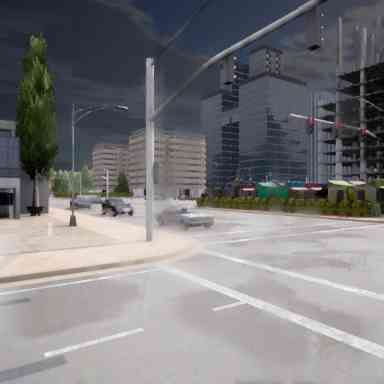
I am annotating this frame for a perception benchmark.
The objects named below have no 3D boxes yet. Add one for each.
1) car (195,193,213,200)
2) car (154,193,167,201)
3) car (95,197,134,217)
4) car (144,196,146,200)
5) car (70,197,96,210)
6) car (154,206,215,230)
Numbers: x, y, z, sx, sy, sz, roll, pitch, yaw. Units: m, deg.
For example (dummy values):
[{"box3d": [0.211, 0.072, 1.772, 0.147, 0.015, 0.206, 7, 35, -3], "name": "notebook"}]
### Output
[{"box3d": [3.221, 1.156, 62.389, 3.866, 1.878, 1.905, 0, 0, -34], "name": "car"}, {"box3d": [-7.811, 1.156, 78.618, 3.866, 1.878, 1.905, 0, 0, -34], "name": "car"}, {"box3d": [-7.056, 1.492, 31.282, 2.128, 1.511, 4.902, 0, 0, -33], "name": "car"}, {"box3d": [-9.389, 1.153, 81.045, 4.605, 1.855, 1.932, 0, 0, -34], "name": "car"}, {"box3d": [-14.282, 1.503, 42.601, 1.837, 1.490, 4.892, 0, 1, -32], "name": "car"}, {"box3d": [-0.563, 1.601, 21.138, 1.895, 1.301, 4.718, 0, 0, -33], "name": "car"}]
